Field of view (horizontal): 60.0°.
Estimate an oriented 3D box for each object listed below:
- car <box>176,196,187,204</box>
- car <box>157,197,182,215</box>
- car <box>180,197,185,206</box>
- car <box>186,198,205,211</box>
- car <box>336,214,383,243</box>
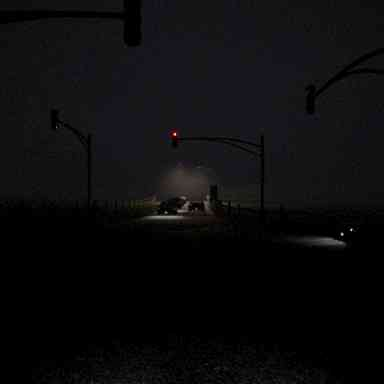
[{"bbox_3d":[-1.970,1.581,63.919,1.994,1.385,4.181,0,0,2],"label":"car"},{"bbox_3d":[-2.440,1.553,34.199,2.033,1.411,5.357,0,0,0],"label":"car"},{"bbox_3d":[-2.298,1.514,44.038,1.837,1.490,4.892,0,0,1],"label":"car"},{"bbox_3d":[0.567,1.609,40.724,1.895,1.301,4.718,0,0,1],"label":"car"},{"bbox_3d":[10.170,1.772,16.577,5.357,1.411,2.033,1,0,1],"label":"car"}]
